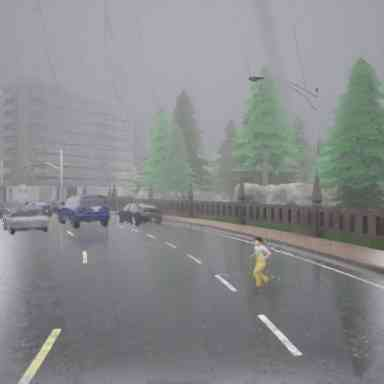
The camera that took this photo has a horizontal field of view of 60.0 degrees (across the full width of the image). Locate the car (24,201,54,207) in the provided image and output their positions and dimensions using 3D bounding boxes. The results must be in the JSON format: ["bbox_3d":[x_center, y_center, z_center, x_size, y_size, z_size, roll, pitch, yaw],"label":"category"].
[{"bbox_3d":[-14.532,1.524,30.563,4.674,1.442,1.812,0,0,39],"label":"car"}]

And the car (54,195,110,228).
[{"bbox_3d":[-7.357,1.217,22.390,2.150,2.045,5.566,0,0,-35],"label":"car"}]

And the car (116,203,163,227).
[{"bbox_3d":[-3.741,1.503,23.069,1.837,1.490,4.892,1,0,-32],"label":"car"}]

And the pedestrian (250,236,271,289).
[{"bbox_3d":[1.624,1.573,7.699,0.375,1.300,0.375,0,0,-11],"label":"pedestrian"}]

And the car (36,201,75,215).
[{"bbox_3d":[-14.263,1.599,34.592,4.718,1.301,1.895,0,0,42],"label":"car"}]

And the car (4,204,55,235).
[{"bbox_3d":[-9.480,1.600,18.951,1.895,1.301,4.718,0,0,-34],"label":"car"}]
